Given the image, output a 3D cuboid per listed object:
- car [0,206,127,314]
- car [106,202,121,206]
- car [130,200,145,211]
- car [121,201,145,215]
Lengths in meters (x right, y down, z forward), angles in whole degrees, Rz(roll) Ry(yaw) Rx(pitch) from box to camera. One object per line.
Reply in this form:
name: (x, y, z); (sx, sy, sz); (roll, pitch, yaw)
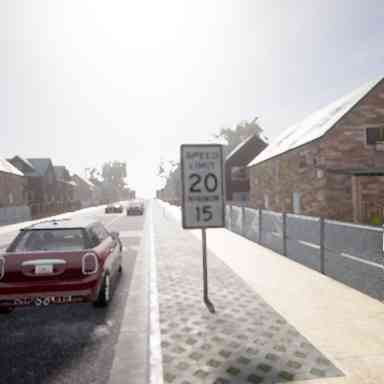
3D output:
car: (-2.902, 1.413, 8.048); (2.097, 1.767, 4.553); (-1, 0, -7)
car: (-9.965, 1.983, 42.735); (1.994, 1.385, 4.181); (-1, 0, -7)
car: (-7.954, 1.961, 48.866); (2.033, 1.411, 5.357); (-1, 0, -7)
car: (-6.654, 1.861, 38.806); (2.033, 1.411, 5.357); (-1, 0, -7)
